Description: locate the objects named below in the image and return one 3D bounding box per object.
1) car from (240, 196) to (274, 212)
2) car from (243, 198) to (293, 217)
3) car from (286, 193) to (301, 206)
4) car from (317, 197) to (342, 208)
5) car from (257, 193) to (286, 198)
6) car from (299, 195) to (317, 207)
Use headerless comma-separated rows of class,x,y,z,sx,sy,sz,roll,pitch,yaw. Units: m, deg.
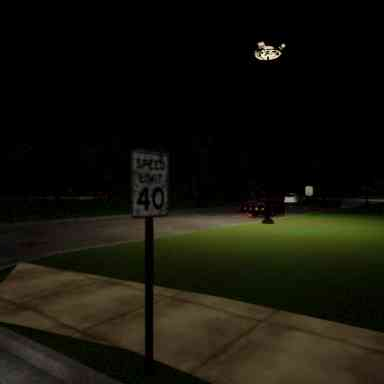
car,7.013,1.520,36.808,1.812,1.442,4.674,0,0,37
car,7.240,1.543,31.319,2.033,1.411,5.357,0,0,38
car,17.503,1.215,56.474,2.150,2.045,5.566,0,0,37
car,20.408,1.473,48.605,1.882,1.535,5.008,0,0,38
car,11.117,1.215,48.021,2.150,2.045,5.566,0,0,37
car,19.189,1.501,52.769,1.837,1.490,4.892,0,0,37
